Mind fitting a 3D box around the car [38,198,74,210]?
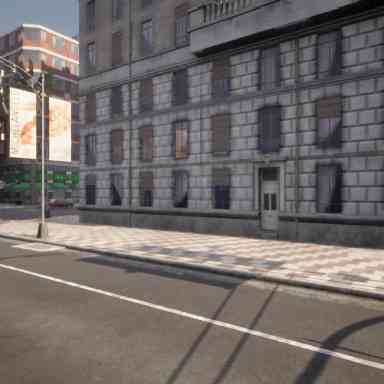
[{"bbox_3d":[-18.094,1.526,44.427,1.812,1.442,4.674,0,0,36],"label":"car"}]
